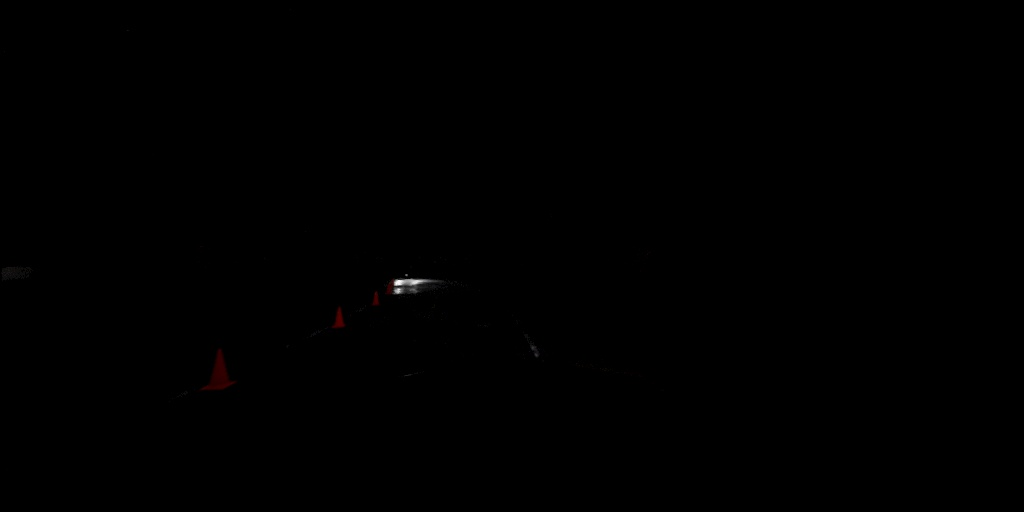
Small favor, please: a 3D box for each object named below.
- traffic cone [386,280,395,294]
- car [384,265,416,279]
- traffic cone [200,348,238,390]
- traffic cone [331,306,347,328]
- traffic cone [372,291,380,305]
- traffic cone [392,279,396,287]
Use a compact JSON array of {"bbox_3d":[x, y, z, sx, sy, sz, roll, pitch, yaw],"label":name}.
[{"bbox_3d":[-6.828,1.800,19.972,0.340,0.580,0.340,0,0,-14],"label":"traffic cone"},{"bbox_3d":[-11.353,1.542,36.210,1.895,1.301,4.718,0,-1,-34],"label":"car"},{"bbox_3d":[-4.594,1.749,5.638,0.340,0.580,0.340,0,0,-3],"label":"traffic cone"},{"bbox_3d":[-5.032,1.763,10.460,0.340,0.580,0.340,0,0,-7],"label":"traffic cone"},{"bbox_3d":[-5.778,1.780,15.245,0.340,0.580,0.340,0,0,-11],"label":"traffic cone"},{"bbox_3d":[-8.178,1.823,24.621,0.340,0.580,0.340,0,0,-18],"label":"traffic cone"}]
